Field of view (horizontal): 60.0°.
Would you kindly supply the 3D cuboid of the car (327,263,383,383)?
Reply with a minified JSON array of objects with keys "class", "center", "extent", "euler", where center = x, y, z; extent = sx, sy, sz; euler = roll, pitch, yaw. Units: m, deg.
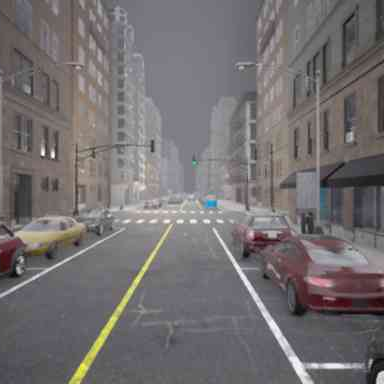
[{"class":"car","center":[2.634,1.552,1.743],"extent":[2.008,1.369,4.403],"euler":[0,0,0]}]

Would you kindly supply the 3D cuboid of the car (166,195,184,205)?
[{"class":"car","center":[-2.906,1.597,57.677],"extent":[1.994,1.385,4.181],"euler":[0,0,0]}]

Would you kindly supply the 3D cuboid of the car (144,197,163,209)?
[{"class":"car","center":[-5.472,1.578,45.357],"extent":[2.008,1.369,4.403],"euler":[0,0,0]}]

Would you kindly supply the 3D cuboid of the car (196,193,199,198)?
[{"class":"car","center":[2.501,1.350,73.787],"extent":[2.192,1.841,5.009],"euler":[0,0,0]}]

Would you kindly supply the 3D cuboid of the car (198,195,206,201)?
[{"class":"car","center":[2.480,1.474,85.150],"extent":[1.967,1.590,4.097],"euler":[0,0,0]}]

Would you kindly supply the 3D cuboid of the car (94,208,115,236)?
[{"class":"car","center":[-5.422,1.562,18.276],"extent":[2.008,1.369,4.403],"euler":[0,0,0]}]

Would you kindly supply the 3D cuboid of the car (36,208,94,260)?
[{"class":"car","center":[-5.411,1.534,12.587],"extent":[1.752,1.417,4.829],"euler":[0,0,0]}]

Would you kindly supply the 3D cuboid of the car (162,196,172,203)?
[{"class":"car","center":[-5.524,1.601,73.767],"extent":[1.947,1.339,4.313],"euler":[0,0,0]}]

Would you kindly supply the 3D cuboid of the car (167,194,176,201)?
[{"class":"car","center":[-5.556,1.348,90.812],"extent":[2.192,1.841,5.009],"euler":[0,0,0]}]

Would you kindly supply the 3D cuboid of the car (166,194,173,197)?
[{"class":"car","center":[-5.514,1.561,67.915],"extent":[1.752,1.417,4.829],"euler":[0,0,0]}]

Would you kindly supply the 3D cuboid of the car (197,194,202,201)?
[{"class":"car","center":[2.511,1.618,68.106],"extent":[1.802,1.307,4.206],"euler":[0,0,0]}]

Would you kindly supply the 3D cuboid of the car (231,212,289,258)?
[{"class":"car","center":[2.613,1.448,12.781],"extent":[1.967,1.590,4.097],"euler":[0,0,0]}]

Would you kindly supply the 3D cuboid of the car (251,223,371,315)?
[{"class":"car","center":[2.624,1.587,7.262],"extent":[1.802,1.307,4.206],"euler":[0,0,0]}]

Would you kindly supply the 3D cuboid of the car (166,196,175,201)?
[{"class":"car","center":[-5.546,1.600,85.130],"extent":[1.947,1.339,4.313],"euler":[0,0,0]}]

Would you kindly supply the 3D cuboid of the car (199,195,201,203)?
[{"class":"car","center":[2.532,1.615,56.743],"extent":[1.802,1.307,4.206],"euler":[0,0,0]}]

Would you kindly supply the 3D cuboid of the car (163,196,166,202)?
[{"class":"car","center":[-5.483,1.575,51.039],"extent":[1.887,1.381,4.507],"euler":[0,0,0]}]

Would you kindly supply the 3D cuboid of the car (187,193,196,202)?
[{"class":"car","center":[-0.140,1.566,75.089],"extent":[2.033,1.411,5.357],"euler":[0,0,0]}]

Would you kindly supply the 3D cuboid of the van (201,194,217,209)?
[{"class":"van","center":[2.553,1.368,45.381],"extent":[1.690,1.788,3.998],"euler":[0,0,0]}]

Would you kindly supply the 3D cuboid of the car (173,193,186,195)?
[{"class":"car","center":[-2.887,1.513,73.617],"extent":[1.882,1.535,5.008],"euler":[0,0,0]}]

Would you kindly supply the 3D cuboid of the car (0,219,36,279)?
[{"class":"car","center":[-5.402,1.445,7.240],"extent":[1.967,1.590,4.097],"euler":[0,0,0]}]
